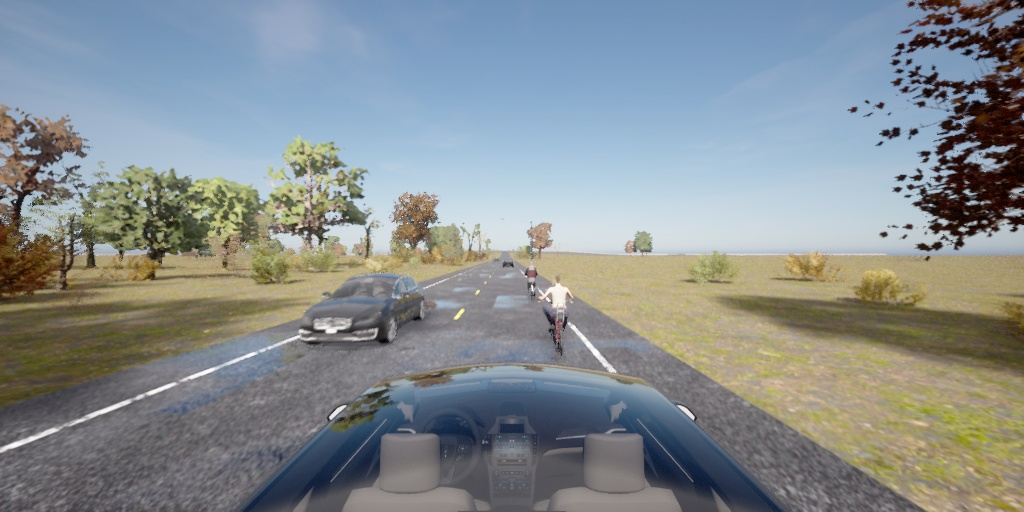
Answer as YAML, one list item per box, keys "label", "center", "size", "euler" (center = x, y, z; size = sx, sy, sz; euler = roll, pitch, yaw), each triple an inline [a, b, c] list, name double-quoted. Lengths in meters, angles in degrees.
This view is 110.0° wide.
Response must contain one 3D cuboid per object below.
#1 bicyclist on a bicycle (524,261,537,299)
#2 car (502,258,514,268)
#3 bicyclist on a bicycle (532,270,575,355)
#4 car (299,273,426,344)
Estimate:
- label: "bicyclist on a bicycle"
  center: [0.862, 1.119, 16.103]
  size: [0.659, 1.776, 1.843]
  euler: [0, 0, -1]
- label: "car"
  center: [-0.620, 1.213, 61.577]
  size: [1.882, 1.535, 5.008]
  euler: [0, 0, -1]
- label: "bicyclist on a bicycle"
  center: [0.967, 1.186, 7.689]
  size: [0.866, 1.612, 1.509]
  euler: [0, 0, -1]
- label: "car"
  center: [-3.641, 1.254, 9.624]
  size: [1.837, 1.490, 4.892]
  euler: [0, 0, 0]
